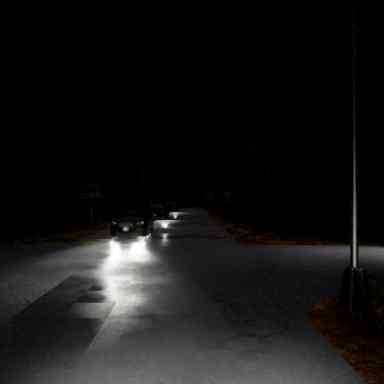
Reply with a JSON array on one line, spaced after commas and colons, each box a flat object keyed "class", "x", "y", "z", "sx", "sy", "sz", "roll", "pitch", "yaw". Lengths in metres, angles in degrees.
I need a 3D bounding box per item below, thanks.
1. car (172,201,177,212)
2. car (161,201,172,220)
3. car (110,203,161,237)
[{"class": "car", "x": -3.091, "y": 2.024, "z": 47.157, "sx": 1.882, "sy": 1.535, "sz": 5.008, "roll": 0, "pitch": -1, "yaw": 0}, {"class": "car", "x": -3.174, "y": 1.807, "z": 31.447, "sx": 1.812, "sy": 1.442, "sz": 4.674, "roll": 0, "pitch": -1, "yaw": 1}, {"class": "car", "x": -3.188, "y": 1.538, "z": 18.443, "sx": 2.128, "sy": 1.511, "sz": 4.902, "roll": 0, "pitch": -1, "yaw": 0}]
